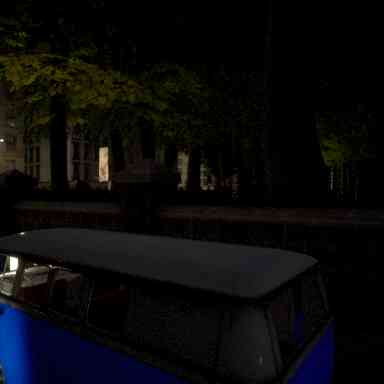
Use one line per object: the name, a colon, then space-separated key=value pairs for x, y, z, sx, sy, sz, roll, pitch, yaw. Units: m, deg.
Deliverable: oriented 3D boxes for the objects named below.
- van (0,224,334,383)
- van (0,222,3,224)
van: x=-0.687 y=1.341 z=3.351 sx=3.998 sy=1.788 sz=1.690 roll=0 pitch=0 yaw=36
van: x=-5.278 y=1.340 z=6.657 sx=3.998 sy=1.788 sz=1.690 roll=0 pitch=0 yaw=36
